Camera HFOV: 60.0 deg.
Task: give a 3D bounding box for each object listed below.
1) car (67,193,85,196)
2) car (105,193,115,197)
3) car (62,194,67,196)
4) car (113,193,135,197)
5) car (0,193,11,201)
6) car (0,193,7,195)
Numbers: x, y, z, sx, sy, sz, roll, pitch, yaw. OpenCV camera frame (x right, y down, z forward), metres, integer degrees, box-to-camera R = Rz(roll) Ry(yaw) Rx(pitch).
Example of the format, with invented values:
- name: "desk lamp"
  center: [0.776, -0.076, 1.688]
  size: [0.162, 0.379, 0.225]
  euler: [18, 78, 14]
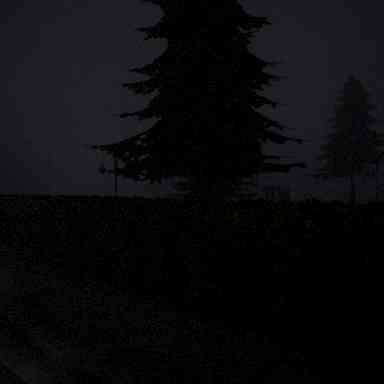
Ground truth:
- name: "car"
  center: [-27.208, 1.149, 81.623]
  size: [5.027, 1.636, 2.152]
  euler: [0, 0, -45]
- name: "car"
  center: [-15.901, 1.094, 70.723]
  size: [4.605, 1.855, 1.932]
  euler: [0, 0, -45]
- name: "car"
  center: [-31.941, 1.228, 85.969]
  size: [3.806, 1.475, 1.970]
  euler: [0, 0, -45]
- name: "car"
  center: [-10.341, 1.382, 54.301]
  size: [3.806, 1.475, 1.970]
  euler: [0, 0, -45]
- name: "car"
  center: [-41.799, 1.093, 71.665]
  size: [4.605, 1.855, 1.932]
  euler: [0, 0, -45]
- name: "car"
  center: [-23.747, 1.328, 41.312]
  size: [5.027, 1.636, 2.152]
  euler: [0, 0, -45]
